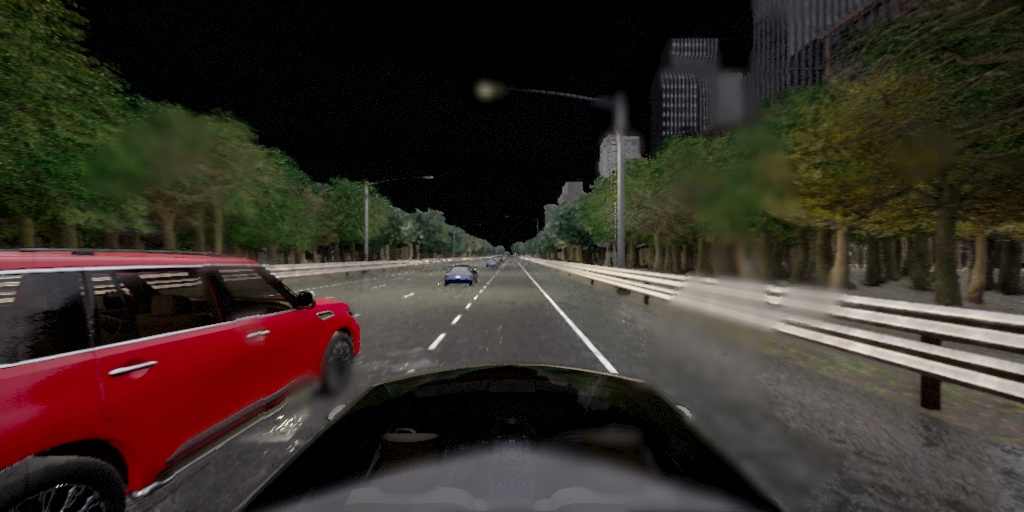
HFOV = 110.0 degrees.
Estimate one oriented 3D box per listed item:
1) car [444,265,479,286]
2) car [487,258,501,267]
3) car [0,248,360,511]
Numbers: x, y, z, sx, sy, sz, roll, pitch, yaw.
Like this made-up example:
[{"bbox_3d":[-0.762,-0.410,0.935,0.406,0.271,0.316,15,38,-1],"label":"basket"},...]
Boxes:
[{"bbox_3d":[-3.501,1.324,25.325,1.994,1.385,4.181,0,0,0],"label":"car"},{"bbox_3d":[-3.503,1.284,64.460,1.994,1.385,4.181,0,0,0],"label":"car"},{"bbox_3d":[-3.500,0.973,3.378,2.150,2.045,5.566,0,0,0],"label":"car"}]
